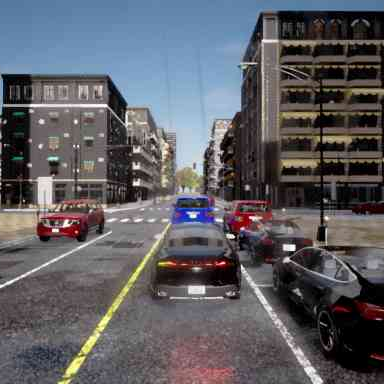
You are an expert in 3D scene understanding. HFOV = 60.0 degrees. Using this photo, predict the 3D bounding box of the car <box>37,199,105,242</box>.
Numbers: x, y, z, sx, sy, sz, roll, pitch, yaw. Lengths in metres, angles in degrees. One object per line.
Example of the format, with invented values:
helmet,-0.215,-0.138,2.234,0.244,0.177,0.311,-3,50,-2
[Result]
car,-5.798,1.322,16.636,2.192,1.841,5.009,1,0,0

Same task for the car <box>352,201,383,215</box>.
car,17.182,1.581,31.079,4.206,1.307,1.802,0,-1,0

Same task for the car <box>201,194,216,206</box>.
car,2.660,1.339,54.745,2.192,1.841,5.009,1,0,0

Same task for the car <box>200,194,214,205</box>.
car,2.632,1.342,60.445,2.192,1.841,5.009,1,0,0

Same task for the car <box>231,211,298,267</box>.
car,2.669,1.570,11.234,1.947,1.339,4.313,1,0,0

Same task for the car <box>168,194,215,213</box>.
car,0.042,1.229,18.304,2.150,2.045,5.566,0,0,0

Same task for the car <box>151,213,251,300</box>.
car,0.075,1.508,8.388,1.837,1.490,4.892,0,0,0

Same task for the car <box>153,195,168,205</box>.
car,-5.996,1.578,60.352,2.008,1.369,4.403,1,0,0

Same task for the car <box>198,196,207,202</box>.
car,2.450,1.601,77.529,1.947,1.339,4.313,1,0,0

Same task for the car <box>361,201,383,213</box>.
car,22.669,1.743,39.488,4.313,1.339,1.947,0,-1,0

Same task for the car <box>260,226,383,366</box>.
car,2.687,1.568,5.795,1.947,1.339,4.313,1,0,0

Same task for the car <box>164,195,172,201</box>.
car,-5.948,1.564,82.966,1.752,1.417,4.829,1,0,0

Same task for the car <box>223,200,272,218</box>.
car,2.729,1.322,16.670,2.192,1.841,5.009,1,0,0
